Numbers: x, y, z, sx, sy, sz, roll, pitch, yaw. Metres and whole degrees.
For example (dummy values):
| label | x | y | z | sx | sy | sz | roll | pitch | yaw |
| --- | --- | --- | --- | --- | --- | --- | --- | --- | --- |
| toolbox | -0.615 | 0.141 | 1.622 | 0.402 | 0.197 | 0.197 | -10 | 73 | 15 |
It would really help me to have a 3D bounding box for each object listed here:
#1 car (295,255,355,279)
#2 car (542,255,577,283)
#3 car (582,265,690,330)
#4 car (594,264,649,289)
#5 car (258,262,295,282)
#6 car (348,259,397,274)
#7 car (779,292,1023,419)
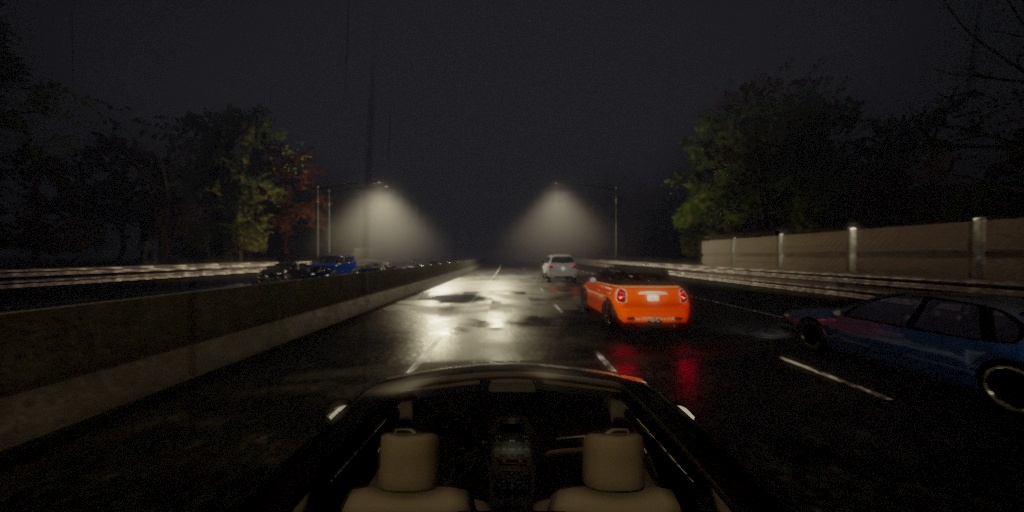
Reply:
| label | x | y | z | sx | sy | sz | roll | pitch | yaw |
| --- | --- | --- | --- | --- | --- | --- | --- | --- | --- |
| car | -14.089 | 0.938 | 28.183 | 2.150 | 2.045 | 5.566 | 0 | 0 | 0 |
| car | 3.609 | 0.938 | 27.820 | 2.150 | 2.045 | 5.566 | 0 | 0 | 0 |
| car | 3.598 | 1.090 | 11.254 | 2.097 | 1.767 | 4.553 | 0 | 0 | 0 |
| car | 7.104 | 1.270 | 23.870 | 2.033 | 1.411 | 5.357 | 0 | 0 | 0 |
| car | -17.587 | 1.220 | 28.123 | 1.837 | 1.490 | 4.892 | 0 | 0 | 0 |
| car | -10.588 | 1.207 | 28.289 | 2.128 | 1.511 | 4.902 | 0 | 0 | 0 |
| car | 7.085 | 1.293 | 5.778 | 2.033 | 1.411 | 5.357 | 0 | 0 | 0 |
